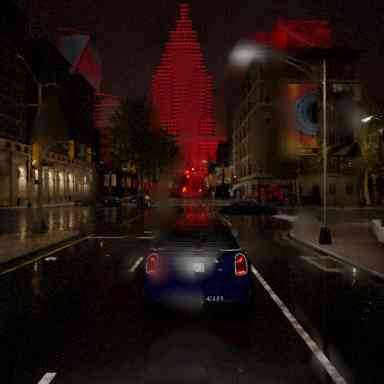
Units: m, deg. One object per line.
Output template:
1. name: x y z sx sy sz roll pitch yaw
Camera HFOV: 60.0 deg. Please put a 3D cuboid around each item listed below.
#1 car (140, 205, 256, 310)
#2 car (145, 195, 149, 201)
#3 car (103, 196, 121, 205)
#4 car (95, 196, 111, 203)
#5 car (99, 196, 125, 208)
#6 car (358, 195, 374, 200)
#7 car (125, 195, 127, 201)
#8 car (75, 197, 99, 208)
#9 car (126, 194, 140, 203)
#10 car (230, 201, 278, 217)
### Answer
1. car: 0.100 1.352 7.983 2.097 1.767 4.553 0 0 0
2. car: -11.240 1.478 77.891 1.882 1.535 5.008 0 0 0
3. car: -14.838 1.547 62.340 2.033 1.411 5.357 0 0 1
4. car: -18.025 1.595 67.492 1.895 1.301 4.718 0 0 0
5. car: -11.441 1.564 47.689 1.994 1.385 4.181 0 0 0
6. car: 34.674 1.481 68.709 2.231 1.521 4.892 0 0 0
7. car: -14.741 1.355 77.746 2.097 1.767 4.553 0 0 0
8. car: -15.301 1.492 48.234 2.128 1.511 4.902 0 0 6
9. car: -11.293 1.525 66.566 1.812 1.442 4.674 0 0 1
10. car: 5.115 1.547 30.721 5.357 1.411 2.033 0 0 7
